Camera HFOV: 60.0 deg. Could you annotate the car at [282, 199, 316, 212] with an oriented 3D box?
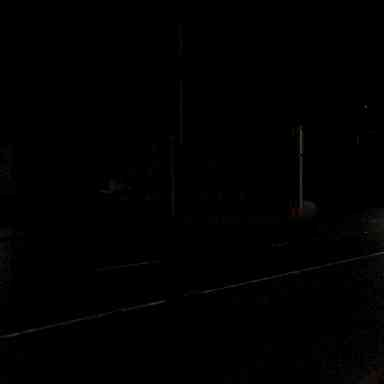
[{"bbox_3d":[12.014,1.525,38.442,1.812,1.442,4.674,0,0,-35],"label":"car"}]
